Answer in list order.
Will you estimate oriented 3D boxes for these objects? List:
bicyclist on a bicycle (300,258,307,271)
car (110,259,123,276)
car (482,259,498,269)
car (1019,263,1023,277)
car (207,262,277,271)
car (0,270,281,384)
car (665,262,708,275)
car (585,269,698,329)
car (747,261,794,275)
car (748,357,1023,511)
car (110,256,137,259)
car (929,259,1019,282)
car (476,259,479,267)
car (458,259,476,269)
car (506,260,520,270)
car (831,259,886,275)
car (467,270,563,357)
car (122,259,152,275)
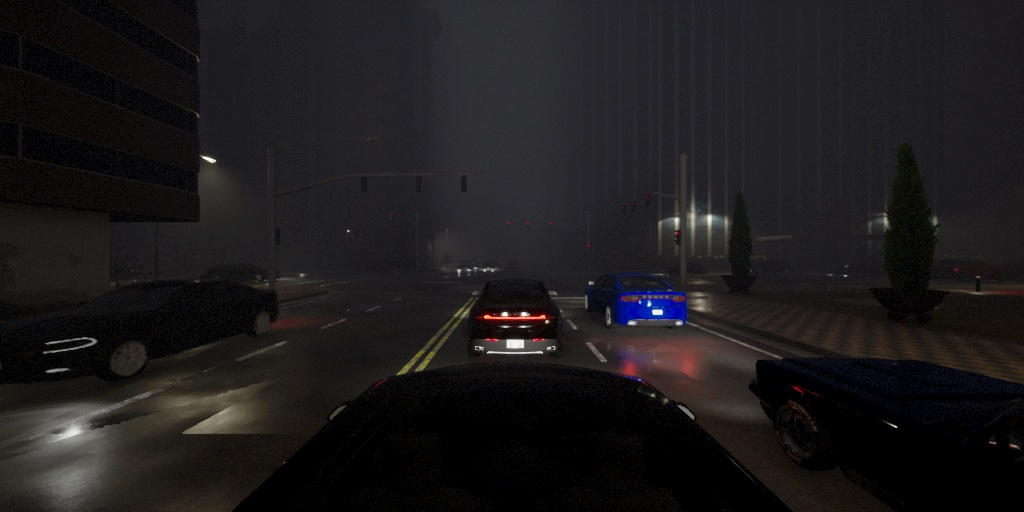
[{"bbox_3d":[-26.419,1.051,45.426,0.582,1.620,1.656,0,0,-1],"label":"bicyclist on a bicycle"},{"bbox_3d":[-33.453,1.228,27.399,5.008,1.535,1.882,0,0,0],"label":"car"},{"bbox_3d":[-3.589,1.314,57.154,1.994,1.385,4.181,0,0,0],"label":"car"},{"bbox_3d":[43.905,1.297,31.650,5.357,1.411,2.033,0,0,-1],"label":"car"},{"bbox_3d":[-20.499,1.228,27.507,5.008,1.535,1.882,0,0,-2],"label":"car"},{"bbox_3d":[-7.091,1.227,7.394,1.882,1.535,5.008,0,0,0],"label":"car"},{"bbox_3d":[18.707,1.314,38.597,4.181,1.385,1.994,0,0,-1],"label":"car"},{"bbox_3d":[3.575,1.228,11.237,1.882,1.535,5.008,0,0,0],"label":"car"},{"bbox_3d":[27.559,1.255,38.686,4.892,1.490,1.837,0,0,-1],"label":"car"},{"bbox_3d":[3.601,1.351,1.892,1.895,1.301,4.718,0,0,0],"label":"car"},{"bbox_3d":[-42.679,0.971,37.953,5.566,2.045,2.150,0,0,1],"label":"car"},{"bbox_3d":[35.803,1.102,28.069,4.553,1.767,2.097,0,0,-1],"label":"car"},{"bbox_3d":[-7.060,1.255,64.541,1.837,1.490,4.892,0,0,0],"label":"car"},{"bbox_3d":[-7.089,1.276,55.284,1.812,1.442,4.674,0,0,0],"label":"car"},{"bbox_3d":[0.111,1.297,50.146,2.033,1.411,5.357,0,0,1],"label":"car"},{"bbox_3d":[37.392,1.102,38.774,4.553,1.767,2.097,0,0,0],"label":"car"},{"bbox_3d":[0.062,1.255,8.549,1.837,1.490,4.892,0,0,0],"label":"car"},{"bbox_3d":[-33.954,1.242,30.880,4.902,1.511,2.128,0,0,-1],"label":"car"}]
